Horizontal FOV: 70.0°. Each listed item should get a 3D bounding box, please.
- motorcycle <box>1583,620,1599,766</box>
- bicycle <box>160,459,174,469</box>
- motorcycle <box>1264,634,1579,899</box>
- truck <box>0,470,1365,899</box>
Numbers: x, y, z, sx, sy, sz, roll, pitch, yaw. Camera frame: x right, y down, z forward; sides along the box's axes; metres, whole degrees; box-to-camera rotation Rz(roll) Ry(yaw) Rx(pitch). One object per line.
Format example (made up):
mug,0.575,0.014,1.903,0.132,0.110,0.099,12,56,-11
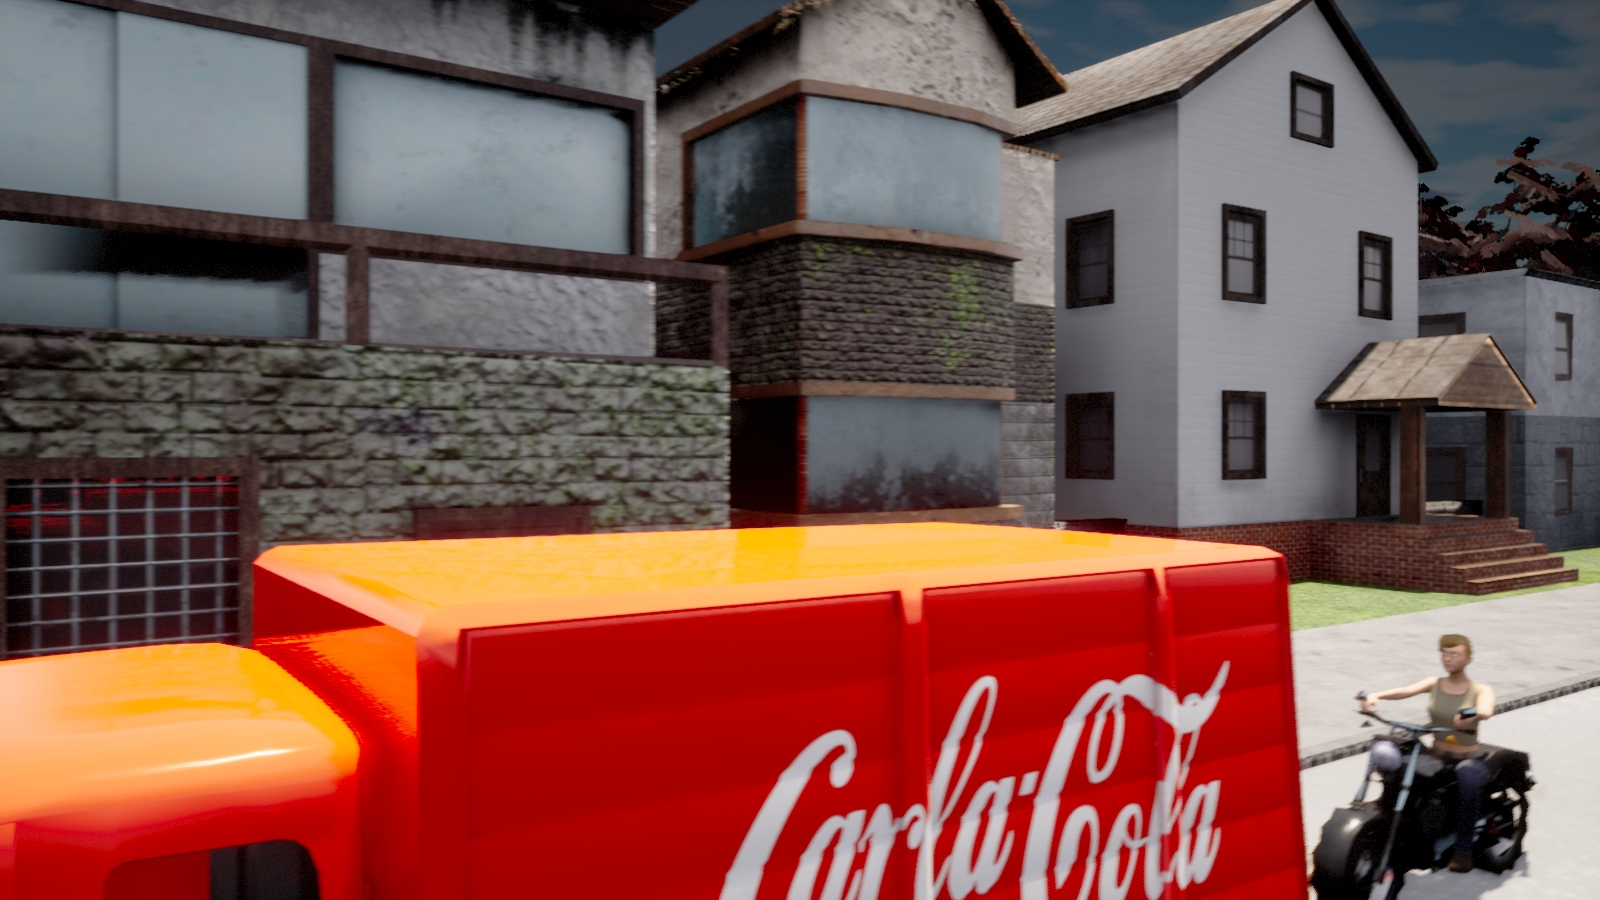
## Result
motorcycle,7.483,1.993,9.620,2.033,1.145,0.803,0,0,-35
bicycle,-88.294,1.936,159.410,1.643,1.296,0.373,0,0,-35
motorcycle,3.946,1.950,7.161,2.356,1.277,0.764,0,0,-35
truck,-0.788,1.348,3.835,5.204,2.467,2.627,0,0,-35
